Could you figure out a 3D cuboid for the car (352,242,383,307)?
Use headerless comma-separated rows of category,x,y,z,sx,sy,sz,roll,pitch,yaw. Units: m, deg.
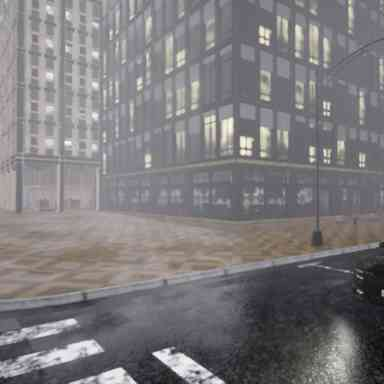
car,5.488,1.542,7.283,5.008,1.535,1.882,0,-1,-35
